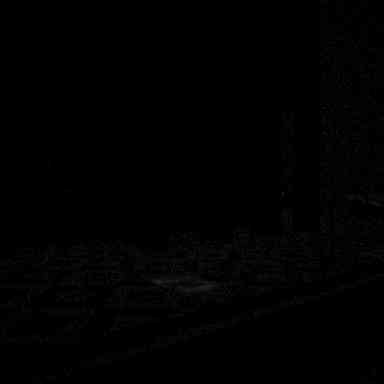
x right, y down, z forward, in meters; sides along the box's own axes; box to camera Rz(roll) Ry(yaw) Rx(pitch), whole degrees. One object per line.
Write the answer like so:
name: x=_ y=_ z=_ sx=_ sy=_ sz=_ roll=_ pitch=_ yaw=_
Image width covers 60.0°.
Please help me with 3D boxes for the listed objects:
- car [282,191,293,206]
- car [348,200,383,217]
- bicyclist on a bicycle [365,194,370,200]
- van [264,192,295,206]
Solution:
car: x=12.689 y=0.869 z=41.492 sx=2.150 sy=2.045 sz=5.566 roll=0 pitch=1 yaw=-35
car: x=14.816 y=1.367 z=28.290 sx=2.008 sy=1.369 sz=4.403 roll=1 pitch=0 yaw=-35
bicyclist on a bicycle: x=20.841 y=1.031 z=39.619 sx=1.656 sy=1.620 sz=0.582 roll=0 pitch=1 yaw=-36
van: x=12.254 y=0.931 z=46.565 sx=1.690 sy=1.788 sz=3.998 roll=1 pitch=0 yaw=-35
